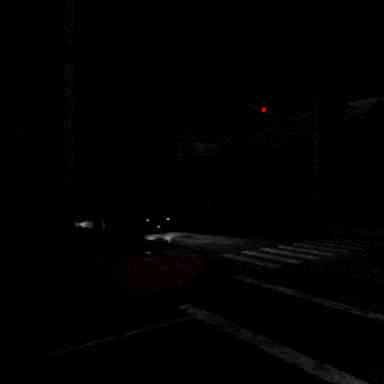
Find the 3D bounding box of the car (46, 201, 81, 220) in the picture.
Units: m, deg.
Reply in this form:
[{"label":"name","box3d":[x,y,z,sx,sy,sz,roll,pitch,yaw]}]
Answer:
[{"label":"car","box3d":[-11.093,1.494,27.156,5.008,1.535,1.882,0,0,37]}]

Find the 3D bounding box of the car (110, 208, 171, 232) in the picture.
[{"label":"car","box3d":[-3.366,1.631,20.263,1.895,1.301,4.718,0,0,-43]}]
